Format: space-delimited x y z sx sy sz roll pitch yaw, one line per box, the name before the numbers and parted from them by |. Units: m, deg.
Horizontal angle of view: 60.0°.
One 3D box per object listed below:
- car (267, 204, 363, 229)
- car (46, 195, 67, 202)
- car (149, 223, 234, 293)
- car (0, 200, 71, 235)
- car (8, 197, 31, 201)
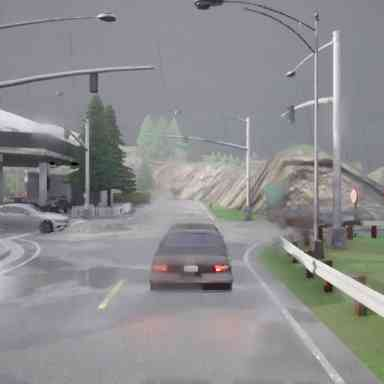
car | 6.283 1.355 17.659 2.033 1.411 5.357 0 0 -25
car | -14.594 1.306 35.381 1.905 1.878 3.866 0 0 -1
car | 0.030 1.546 9.010 2.033 1.411 5.357 0 0 1
car | -8.831 1.369 17.485 4.674 1.442 1.812 2 0 -1
car | -20.310 1.472 39.648 2.242 1.667 4.611 0 0 -1
